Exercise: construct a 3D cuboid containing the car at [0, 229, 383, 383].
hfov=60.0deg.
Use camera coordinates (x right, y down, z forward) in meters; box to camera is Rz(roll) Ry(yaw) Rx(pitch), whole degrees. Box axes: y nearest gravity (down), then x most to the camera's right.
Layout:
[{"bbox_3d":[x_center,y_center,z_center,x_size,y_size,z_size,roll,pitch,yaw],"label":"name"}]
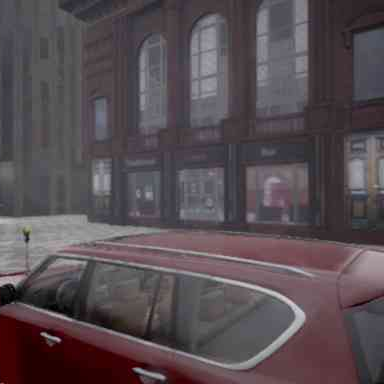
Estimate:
[{"bbox_3d":[-0.463,1.322,3.297,5.009,1.841,2.192,0,0,36],"label":"car"}]
